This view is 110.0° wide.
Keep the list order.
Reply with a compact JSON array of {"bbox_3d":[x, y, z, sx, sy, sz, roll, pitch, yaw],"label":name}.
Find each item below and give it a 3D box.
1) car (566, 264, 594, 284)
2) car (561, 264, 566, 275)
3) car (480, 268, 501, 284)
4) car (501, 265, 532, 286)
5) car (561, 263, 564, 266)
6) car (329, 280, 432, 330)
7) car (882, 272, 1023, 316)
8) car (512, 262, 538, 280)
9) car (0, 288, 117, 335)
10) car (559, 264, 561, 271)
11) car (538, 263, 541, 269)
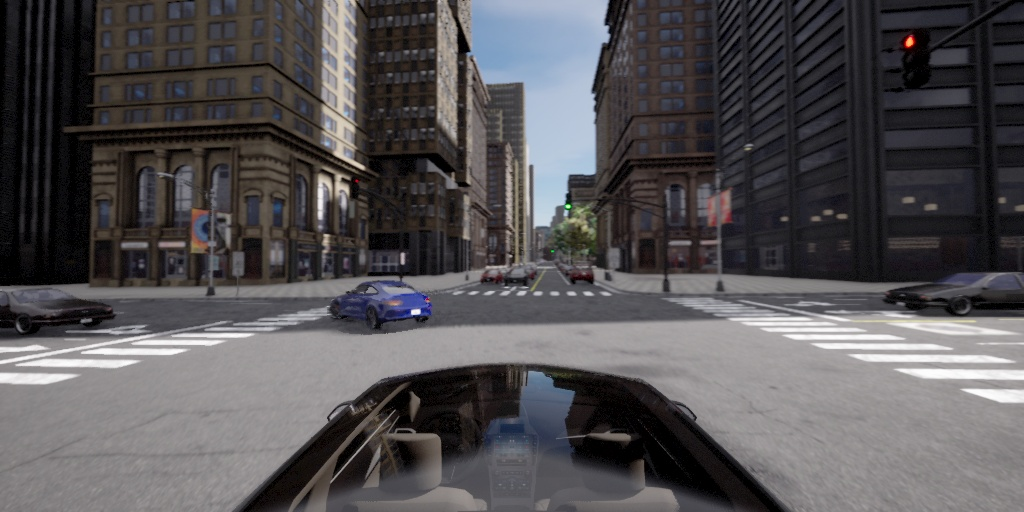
[{"bbox_3d":[6.572,1.667,33.837,2.192,1.841,5.009,0,0,6],"label":"car"},{"bbox_3d":[8.349,2.203,50.362,1.948,1.339,4.313,0,0,6],"label":"car"},{"bbox_3d":[-1.905,1.951,34.746,1.888,1.381,4.507,0,0,6],"label":"car"},{"bbox_3d":[0.509,1.823,31.974,1.882,1.535,5.008,0,-1,6],"label":"car"},{"bbox_3d":[8.959,2.252,56.041,1.751,1.417,4.829,0,0,6],"label":"car"},{"bbox_3d":[-4.574,1.570,12.438,4.674,1.442,1.812,-1,-2,44],"label":"car"},{"bbox_3d":[16.436,1.250,12.320,5.357,1.411,2.033,-1,-2,10],"label":"car"},{"bbox_3d":[1.581,1.872,41.876,2.097,1.767,4.553,0,-1,7],"label":"car"},{"bbox_3d":[-16.803,1.820,12.357,5.357,1.411,2.033,-1,-2,9],"label":"car"},{"bbox_3d":[9.534,2.393,61.381,1.802,1.307,4.207,0,0,6],"label":"car"},{"bbox_3d":[3.040,2.247,55.184,1.837,1.490,4.892,0,-1,7],"label":"car"}]
